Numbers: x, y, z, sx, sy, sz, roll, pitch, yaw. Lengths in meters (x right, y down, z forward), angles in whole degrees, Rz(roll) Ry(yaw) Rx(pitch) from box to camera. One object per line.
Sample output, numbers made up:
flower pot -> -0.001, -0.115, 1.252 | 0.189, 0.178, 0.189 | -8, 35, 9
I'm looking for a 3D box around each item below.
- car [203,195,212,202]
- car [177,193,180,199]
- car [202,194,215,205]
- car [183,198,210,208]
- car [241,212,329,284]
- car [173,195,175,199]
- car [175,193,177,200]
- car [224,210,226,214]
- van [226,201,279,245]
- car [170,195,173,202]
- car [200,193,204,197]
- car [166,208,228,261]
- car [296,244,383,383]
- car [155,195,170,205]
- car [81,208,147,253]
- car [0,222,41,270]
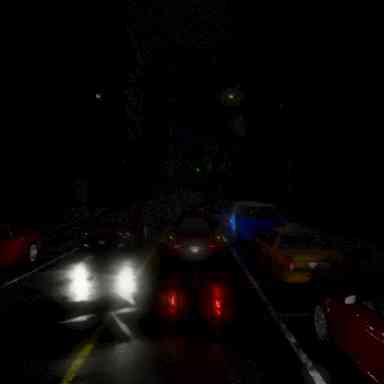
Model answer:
car -> 3.381, 1.433, 74.757 | 1.887, 1.381, 4.507 | 1, 0, 1
car -> -4.894, 1.386, 91.294 | 1.752, 1.417, 4.829 | 1, 0, 1
car -> 3.130, 1.481, 58.166 | 1.947, 1.339, 4.313 | 1, 0, 1
car -> 0.279, 1.468, 26.974 | 1.837, 1.490, 4.892 | 0, 0, 4
car -> 2.699, 1.512, 9.327 | 1.752, 1.417, 4.829 | 1, 0, 0
car -> -5.227, 1.450, 69.349 | 2.008, 1.369, 4.403 | 1, 0, 1
car -> -5.143, 1.434, 74.877 | 1.887, 1.381, 4.507 | 1, 0, 1
car -> 2.726, 1.497, 20.674 | 1.752, 1.417, 4.829 | 1, 0, 0
van -> 2.714, 1.321, 14.830 | 1.690, 1.788, 3.998 | 1, 0, 0
car -> -5.312, 1.474, 63.820 | 1.947, 1.339, 4.313 | 1, 0, 1
car -> 3.297, 1.448, 69.227 | 2.008, 1.369, 4.403 | 1, 0, 1
car -> 0.106, 1.509, 12.128 | 1.812, 1.442, 4.674 | 0, 0, 0
car -> 2.684, 1.577, 3.483 | 1.802, 1.307, 4.206 | 1, 0, 0
car -> -5.396, 1.499, 58.292 | 1.802, 1.307, 4.206 | 1, 0, 1
car -> -3.057, 1.459, 13.849 | 1.882, 1.535, 5.008 | 0, 0, 0
car -> -5.828, 1.533, 9.180 | 1.887, 1.381, 4.507 | 1, 0, 0
